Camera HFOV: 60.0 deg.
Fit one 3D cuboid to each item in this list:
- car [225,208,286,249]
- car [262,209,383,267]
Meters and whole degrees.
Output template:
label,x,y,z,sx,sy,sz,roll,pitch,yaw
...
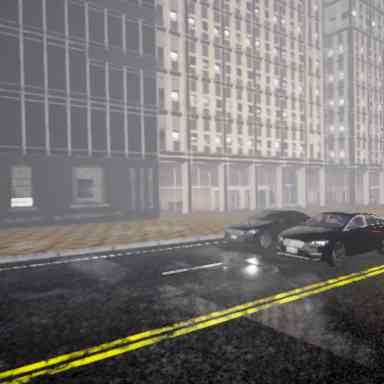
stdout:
label,x,y,z,sx,sy,sz,roll,pitch,yaw
car,3.517,1.440,14.110,4.674,1.442,1.812,0,0,-35
car,4.921,1.411,11.125,4.902,1.511,2.128,0,0,-35
